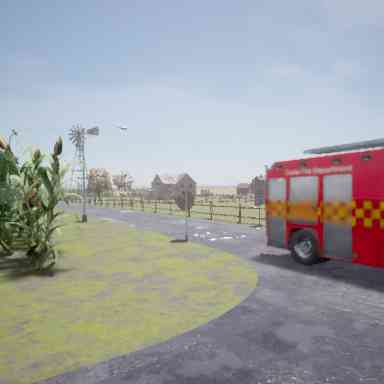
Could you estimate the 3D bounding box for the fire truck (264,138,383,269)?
[{"bbox_3d":[5.805,0.356,8.824,2.891,3.827,8.468,0,0,-29],"label":"fire truck"}]
